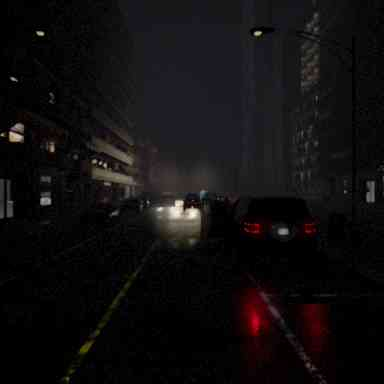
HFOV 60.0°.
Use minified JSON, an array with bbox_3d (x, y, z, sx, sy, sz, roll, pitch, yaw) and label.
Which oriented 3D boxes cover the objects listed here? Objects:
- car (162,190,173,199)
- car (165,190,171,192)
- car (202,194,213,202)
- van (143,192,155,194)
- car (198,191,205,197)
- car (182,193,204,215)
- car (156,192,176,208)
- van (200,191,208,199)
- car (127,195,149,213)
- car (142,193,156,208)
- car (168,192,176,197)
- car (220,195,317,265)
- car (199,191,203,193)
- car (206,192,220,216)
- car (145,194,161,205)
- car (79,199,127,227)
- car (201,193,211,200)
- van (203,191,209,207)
[{"bbox_3d":[-5.661,0.551,76.530,2.192,1.841,5.009,1,1,0],"label":"car"},{"bbox_3d":[-5.667,0.872,65.224,1.752,1.417,4.829,1,1,0],"label":"car"},{"bbox_3d":[2.712,0.982,59.821,1.802,1.307,4.206,1,1,0],"label":"car"},{"bbox_3d":[-5.668,0.907,43.114,1.690,1.788,3.998,1,1,0],"label":"van"},{"bbox_3d":[2.719,0.597,93.407,1.752,1.417,4.829,1,1,0],"label":"car"},{"bbox_3d":[0.042,1.162,34.029,1.837,1.490,4.892,0,1,0],"label":"car"},{"bbox_3d":[-3.070,1.091,41.078,1.837,1.490,4.892,0,0,0],"label":"car"},{"bbox_3d":[2.718,0.577,76.528,1.690,1.788,3.998,1,1,0],"label":"van"},{"bbox_3d":[-5.673,1.243,31.977,1.947,1.339,4.313,1,1,0],"label":"car"},{"bbox_3d":[-5.672,1.172,37.546,2.008,1.369,4.403,1,1,0],"label":"car"},{"bbox_3d":[-5.662,0.619,93.240,1.887,1.381,4.507,1,1,0],"label":"car"},{"bbox_3d":[2.396,1.104,11.408,2.150,2.045,5.566,0,1,0],"label":"car"},{"bbox_3d":[0.041,0.884,46.496,2.097,1.767,4.553,0,1,1],"label":"car"},{"bbox_3d":[2.709,1.116,31.974,1.967,1.590,4.097,1,1,0],"label":"car"},{"bbox_3d":[-5.669,1.038,48.515,1.752,1.417,4.829,1,1,0],"label":"car"},{"bbox_3d":[-5.675,1.333,20.838,1.887,1.381,4.507,1,1,0],"label":"car"},{"bbox_3d":[2.714,0.869,65.560,1.752,1.417,4.829,1,1,0],"label":"car"},{"bbox_3d":[2.714,0.852,48.681,1.690,1.788,3.998,1,1,0],"label":"van"}]
